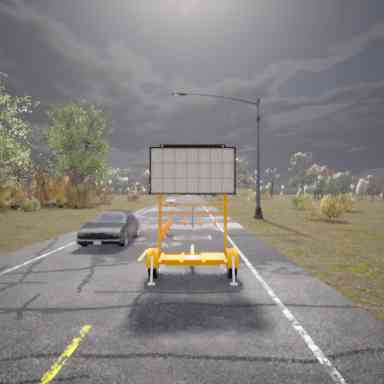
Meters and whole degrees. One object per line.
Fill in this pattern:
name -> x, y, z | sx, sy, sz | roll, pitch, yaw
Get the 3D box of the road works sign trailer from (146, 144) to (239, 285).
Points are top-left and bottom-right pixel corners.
road works sign trailer -> 0.017, 0.465, 9.436 | 2.380, 3.560, 2.880 | 0, 0, 0

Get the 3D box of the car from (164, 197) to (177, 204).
car -> -3.505, 1.555, 55.270 | 1.812, 1.442, 4.674 | 0, 0, 0

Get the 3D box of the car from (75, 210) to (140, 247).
car -> -3.576, 1.549, 15.237 | 2.033, 1.411, 5.357 | 0, 0, 0
